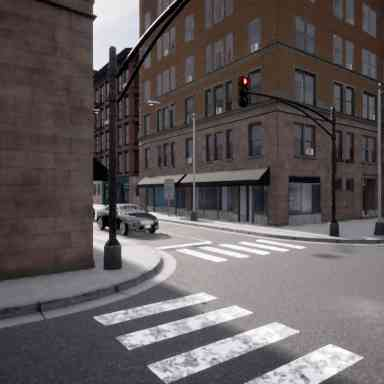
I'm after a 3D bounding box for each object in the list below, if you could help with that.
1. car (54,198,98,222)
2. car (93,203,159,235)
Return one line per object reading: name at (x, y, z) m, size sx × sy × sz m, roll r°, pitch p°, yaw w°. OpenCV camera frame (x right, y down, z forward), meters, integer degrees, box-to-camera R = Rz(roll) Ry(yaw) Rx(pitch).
car at (-9.110, 1.323, 25.863) m, size 1.882 × 1.535 × 5.008 m, roll 0°, pitch 0°, yaw -36°
car at (-3.624, 1.395, 18.153) m, size 2.128 × 1.511 × 4.902 m, roll 0°, pitch 0°, yaw -37°
